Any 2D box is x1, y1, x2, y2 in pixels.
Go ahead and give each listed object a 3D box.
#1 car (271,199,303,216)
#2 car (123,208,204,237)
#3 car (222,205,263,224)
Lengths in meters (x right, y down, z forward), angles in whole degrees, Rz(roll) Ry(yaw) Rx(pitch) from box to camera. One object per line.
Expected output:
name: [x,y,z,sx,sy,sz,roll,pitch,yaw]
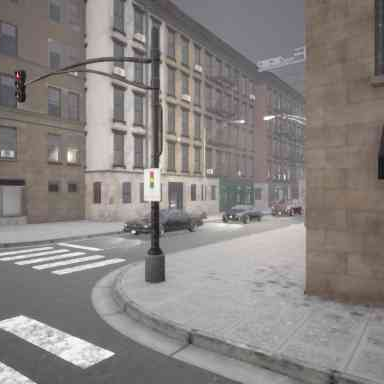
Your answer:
car: [9.985,1.539,34.792,2.097,1.767,4.553,0,0,35]
car: [-1.391,1.631,18.870,2.033,1.411,5.357,0,0,35]
car: [4.065,1.696,26.509,1.994,1.385,4.181,0,0,36]
